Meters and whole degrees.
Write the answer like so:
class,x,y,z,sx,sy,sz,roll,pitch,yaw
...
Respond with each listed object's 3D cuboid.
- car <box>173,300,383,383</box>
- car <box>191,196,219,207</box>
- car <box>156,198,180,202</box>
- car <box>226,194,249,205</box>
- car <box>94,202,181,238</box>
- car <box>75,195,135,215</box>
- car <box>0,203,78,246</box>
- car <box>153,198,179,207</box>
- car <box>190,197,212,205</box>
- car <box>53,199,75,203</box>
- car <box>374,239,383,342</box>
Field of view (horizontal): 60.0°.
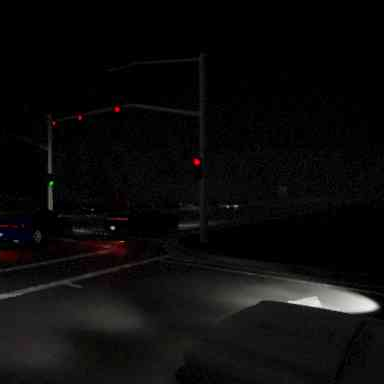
class,x,y,z,sx,sy,sz,roll,pitch,yaw
car,2.169,1.600,2.443,4.718,1.301,1.895,0,0,35
car,2.256,1.433,51.577,2.097,1.767,4.553,0,0,35
car,-3.440,1.572,43.403,2.128,1.511,4.902,0,0,35
car,8.340,1.302,60.187,2.150,2.045,5.566,0,0,35
car,-2.628,1.528,18.302,2.128,1.511,4.902,-1,0,30
car,-9.108,1.302,35.252,2.150,2.045,5.566,0,0,35
car,-7.379,1.521,15.507,1.882,1.535,5.008,-2,0,3
car,-4.173,1.665,54.577,1.994,1.385,4.181,0,0,35
car,1.725,1.627,62.936,1.812,1.442,4.674,0,0,36
car,-15.432,1.605,38.417,1.837,1.490,4.892,0,0,35
car,5.069,1.559,4.676,4.181,1.385,1.994,0,0,35
